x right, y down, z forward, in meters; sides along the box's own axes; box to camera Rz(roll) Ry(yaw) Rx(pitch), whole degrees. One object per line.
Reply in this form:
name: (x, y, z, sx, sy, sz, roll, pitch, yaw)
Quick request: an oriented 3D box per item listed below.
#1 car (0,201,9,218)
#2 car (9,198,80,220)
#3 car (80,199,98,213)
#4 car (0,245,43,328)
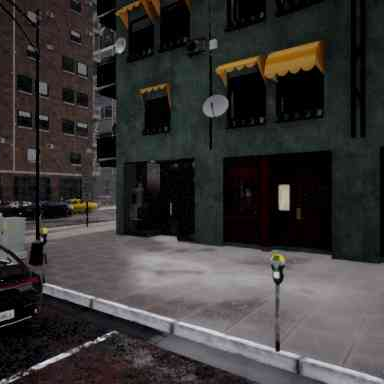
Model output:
car: (-14.045, 1.350, 26.058, 2.008, 1.369, 4.403, 1, 1, 35)
car: (-11.226, 1.346, 25.589, 1.994, 1.385, 4.181, 0, 1, 35)
car: (-10.958, 1.250, 30.486, 1.752, 1.417, 4.829, 1, 1, 35)
car: (-4.469, 1.552, 6.054, 4.403, 1.369, 2.008, 0, 0, 35)
